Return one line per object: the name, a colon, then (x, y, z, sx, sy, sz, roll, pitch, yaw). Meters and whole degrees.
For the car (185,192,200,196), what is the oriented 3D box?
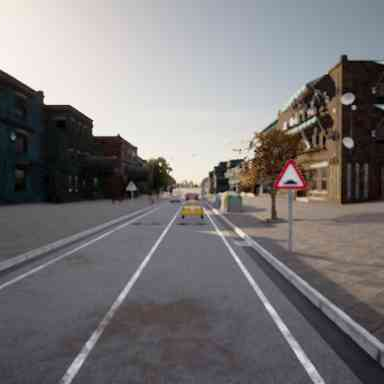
car: (0.010, 1.076, 52.803, 2.150, 2.045, 5.566, 0, 0, 0)

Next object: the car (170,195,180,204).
car: (-3.028, 1.363, 60.935, 1.837, 1.490, 4.892, 0, 0, 1)

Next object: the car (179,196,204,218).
car: (0.065, 1.390, 29.025, 1.801, 1.575, 5.366, 0, 0, 1)
